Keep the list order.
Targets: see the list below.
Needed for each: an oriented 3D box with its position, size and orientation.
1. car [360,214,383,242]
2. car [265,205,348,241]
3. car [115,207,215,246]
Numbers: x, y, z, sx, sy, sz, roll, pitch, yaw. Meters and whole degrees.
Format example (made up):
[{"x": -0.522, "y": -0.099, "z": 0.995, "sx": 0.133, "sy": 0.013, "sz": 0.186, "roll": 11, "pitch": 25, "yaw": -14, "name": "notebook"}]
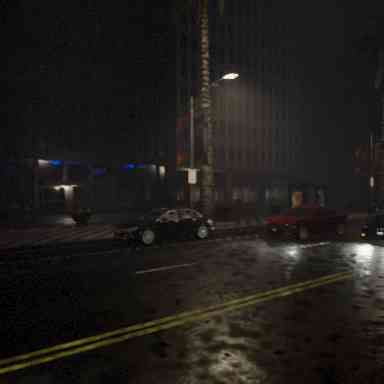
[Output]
[{"x": 9.470, "y": 1.543, "z": 15.035, "sx": 4.181, "sy": 1.385, "sz": 1.994, "roll": 0, "pitch": 0, "yaw": -35, "name": "car"}, {"x": 5.812, "y": 1.459, "z": 16.734, "sx": 5.008, "sy": 1.535, "sz": 1.882, "roll": 0, "pitch": 0, "yaw": -35, "name": "car"}, {"x": -1.140, "y": 1.471, "z": 15.449, "sx": 4.892, "sy": 1.521, "sz": 2.231, "roll": 0, "pitch": 0, "yaw": -35, "name": "car"}]
